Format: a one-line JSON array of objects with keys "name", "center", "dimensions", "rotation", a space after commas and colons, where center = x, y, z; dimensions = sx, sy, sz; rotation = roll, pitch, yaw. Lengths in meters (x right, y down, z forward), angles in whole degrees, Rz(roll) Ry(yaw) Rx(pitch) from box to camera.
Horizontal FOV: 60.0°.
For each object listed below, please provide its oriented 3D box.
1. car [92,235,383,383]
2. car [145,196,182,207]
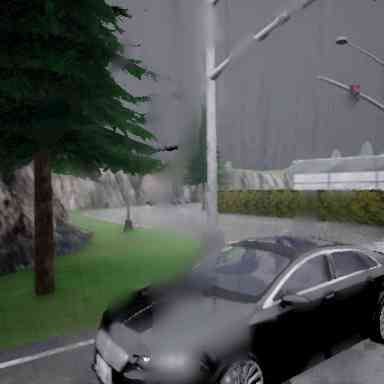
[{"name": "car", "center": [1.149, 1.439, 4.651], "dimensions": [4.902, 1.511, 2.128], "rotation": [-1, 1, -35]}, {"name": "car", "center": [-3.844, 1.203, 45.491], "dimensions": [2.033, 1.411, 5.357], "rotation": [0, 1, 44]}]
